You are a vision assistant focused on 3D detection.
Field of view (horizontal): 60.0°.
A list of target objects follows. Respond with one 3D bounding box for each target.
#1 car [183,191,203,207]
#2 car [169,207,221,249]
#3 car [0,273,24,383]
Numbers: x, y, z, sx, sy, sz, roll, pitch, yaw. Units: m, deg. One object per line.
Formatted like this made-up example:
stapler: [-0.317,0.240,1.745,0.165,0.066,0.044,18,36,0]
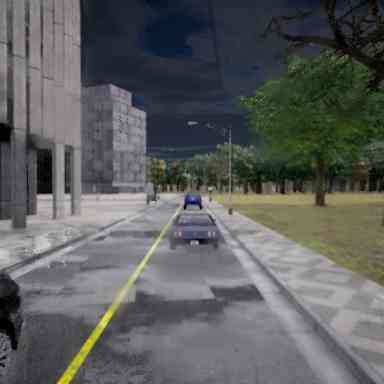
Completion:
car: [0.105,0.928,40.894,2.150,2.045,5.566,0,0,0]
car: [0.101,1.515,14.082,1.895,1.301,4.718,0,0,0]
car: [-3.060,1.481,2.260,2.128,1.511,4.902,0,0,0]
